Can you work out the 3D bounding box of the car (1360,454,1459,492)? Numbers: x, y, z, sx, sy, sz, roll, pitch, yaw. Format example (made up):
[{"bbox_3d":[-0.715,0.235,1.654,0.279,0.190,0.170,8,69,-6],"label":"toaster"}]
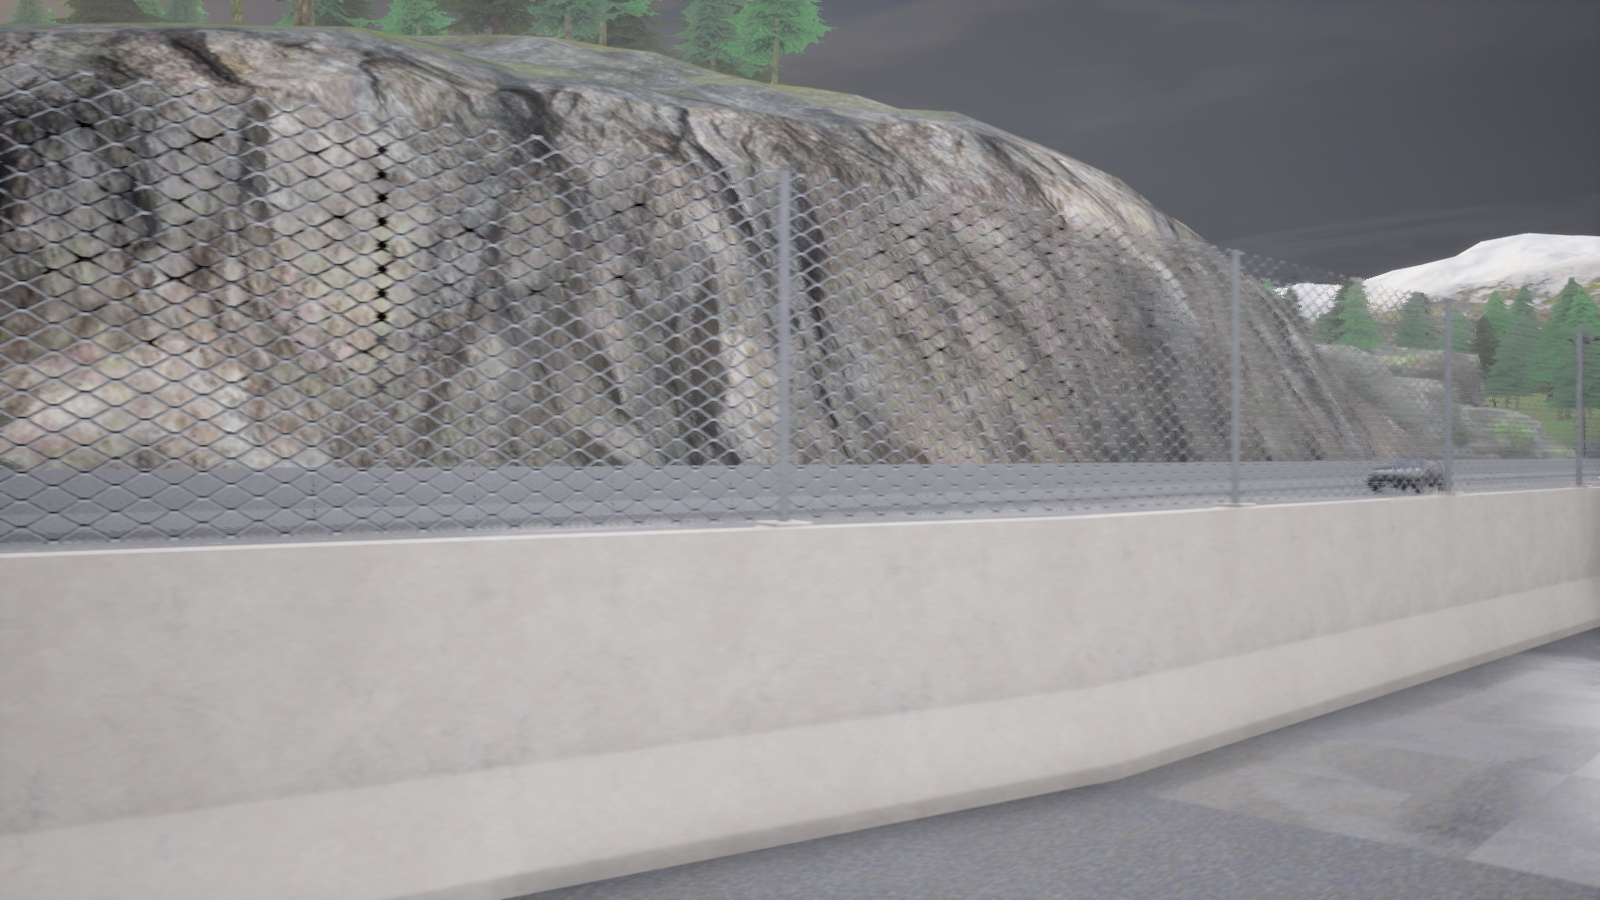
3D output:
[{"bbox_3d":[24.211,0.871,49.760,2.033,1.411,5.357,0,0,43],"label":"car"}]
